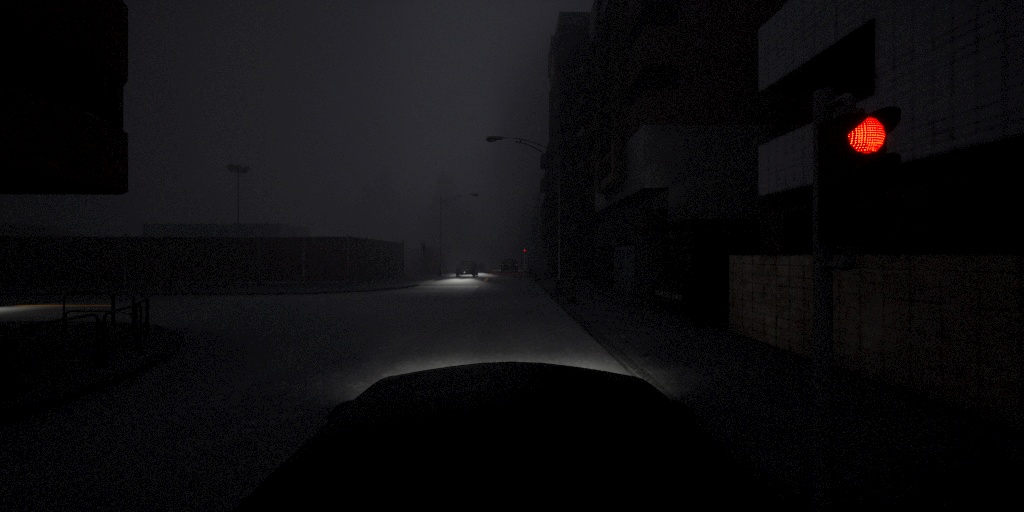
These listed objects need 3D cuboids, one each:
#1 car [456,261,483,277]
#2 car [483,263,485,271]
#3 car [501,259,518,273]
[{"bbox_3d":[-4.409,1.241,35.652,2.128,1.511,4.902,0,0,0],"label":"car"},{"bbox_3d":[-4.476,1.351,45.766,1.895,1.301,4.718,0,0,0],"label":"car"},{"bbox_3d":[-0.294,1.102,44.494,2.097,1.767,4.553,0,0,-1],"label":"car"}]
